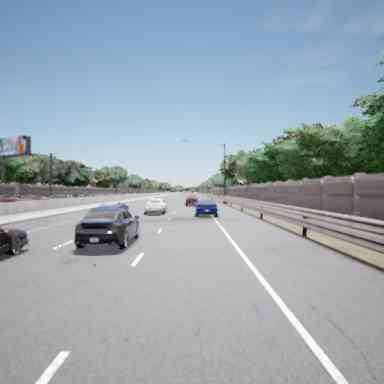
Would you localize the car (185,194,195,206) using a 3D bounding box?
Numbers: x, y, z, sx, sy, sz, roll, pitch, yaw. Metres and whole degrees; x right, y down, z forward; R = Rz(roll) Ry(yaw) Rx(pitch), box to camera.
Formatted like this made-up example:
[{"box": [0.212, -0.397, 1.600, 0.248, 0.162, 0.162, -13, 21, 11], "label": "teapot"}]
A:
[{"box": [0.019, 1.207, 48.989, 1.882, 1.535, 5.008, 0, 0, 1], "label": "car"}]

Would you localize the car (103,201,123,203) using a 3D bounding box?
[{"box": [-6.905, 1.422, 29.431, 1.895, 1.301, 4.718, 0, 0, 0], "label": "car"}]

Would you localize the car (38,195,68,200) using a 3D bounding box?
[{"box": [-17.520, 1.113, 42.952, 2.097, 1.767, 4.553, 0, 0, 1], "label": "car"}]

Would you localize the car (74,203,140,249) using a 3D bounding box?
[{"box": [-3.402, 1.413, 14.003, 1.837, 1.490, 4.892, 0, 0, 0], "label": "car"}]

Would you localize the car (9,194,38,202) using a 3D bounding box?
[{"box": [-21.019, 1.113, 42.951, 2.097, 1.767, 4.553, 0, 0, 1], "label": "car"}]

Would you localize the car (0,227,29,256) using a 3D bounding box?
[{"box": [-6.896, 1.482, 9.726, 2.033, 1.411, 5.357, 0, 0, 0], "label": "car"}]

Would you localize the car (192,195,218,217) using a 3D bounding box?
[{"box": [1.220, 1.301, 29.092, 1.882, 1.535, 5.008, 0, 0, 0], "label": "car"}]

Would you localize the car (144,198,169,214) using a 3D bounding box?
[{"box": [-3.406, 1.333, 32.128, 1.812, 1.442, 4.674, 0, 0, 0], "label": "car"}]

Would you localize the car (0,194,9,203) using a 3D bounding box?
[{"box": [-24.538, 1.112, 42.087, 2.097, 1.767, 4.553, 0, 0, 1], "label": "car"}]

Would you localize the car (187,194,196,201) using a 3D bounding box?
[{"box": [-0.013, 1.151, 68.563, 1.812, 1.442, 4.674, 0, 0, 0], "label": "car"}]
